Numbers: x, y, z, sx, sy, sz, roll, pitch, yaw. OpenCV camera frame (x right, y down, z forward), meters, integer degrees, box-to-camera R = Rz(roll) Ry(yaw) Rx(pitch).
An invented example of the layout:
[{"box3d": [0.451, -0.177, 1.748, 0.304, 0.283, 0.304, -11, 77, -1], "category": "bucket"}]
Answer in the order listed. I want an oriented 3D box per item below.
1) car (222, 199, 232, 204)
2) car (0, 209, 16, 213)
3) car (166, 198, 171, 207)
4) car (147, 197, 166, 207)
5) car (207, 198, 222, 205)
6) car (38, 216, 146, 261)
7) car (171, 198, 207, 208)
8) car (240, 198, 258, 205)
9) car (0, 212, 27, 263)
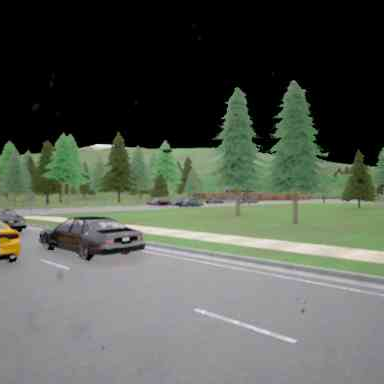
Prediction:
[{"box3d": [9.150, 1.665, 70.828, 1.895, 1.301, 4.718, -1, -1, 44], "category": "car"}, {"box3d": [-11.765, 1.711, 20.068, 5.357, 1.411, 2.033, -1, -1, 44], "category": "car"}, {"box3d": [-1.709, 1.898, 59.674, 2.128, 1.511, 4.902, -1, -1, 44], "category": "car"}, {"box3d": [-6.007, 1.772, 60.256, 2.097, 1.767, 4.553, -1, -1, 44], "category": "car"}, {"box3d": [4.769, 1.974, 71.323, 1.994, 1.385, 4.181, -1, -1, 44], "category": "car"}, {"box3d": [-4.025, 1.644, 12.835, 5.357, 1.411, 2.033, -1, -1, 44], "category": "car"}, {"box3d": [-0.439, 1.925, 55.971, 2.033, 1.411, 5.357, -1, -1, 44], "category": "car"}, {"box3d": [11.692, 1.904, 68.419, 1.994, 1.385, 4.181, -1, -1, 44], "category": "car"}, {"box3d": [-7.597, 1.573, 11.397, 5.008, 1.535, 1.882, -1, -1, 44], "category": "car"}]
